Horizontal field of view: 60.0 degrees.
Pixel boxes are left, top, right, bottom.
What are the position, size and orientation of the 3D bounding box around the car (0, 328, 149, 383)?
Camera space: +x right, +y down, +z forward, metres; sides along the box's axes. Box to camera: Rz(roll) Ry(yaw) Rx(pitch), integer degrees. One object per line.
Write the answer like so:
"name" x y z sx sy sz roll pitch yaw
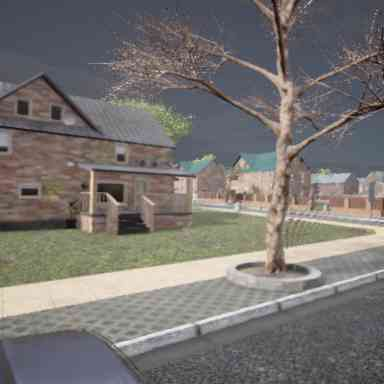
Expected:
"car" -2.619 1.536 1.224 5.357 1.411 2.033 1 -1 -35
